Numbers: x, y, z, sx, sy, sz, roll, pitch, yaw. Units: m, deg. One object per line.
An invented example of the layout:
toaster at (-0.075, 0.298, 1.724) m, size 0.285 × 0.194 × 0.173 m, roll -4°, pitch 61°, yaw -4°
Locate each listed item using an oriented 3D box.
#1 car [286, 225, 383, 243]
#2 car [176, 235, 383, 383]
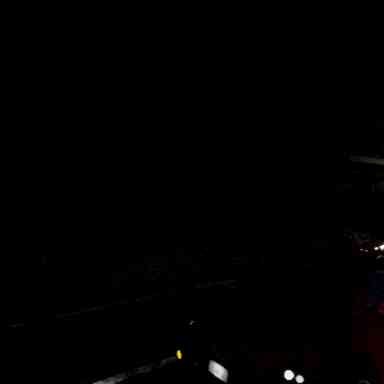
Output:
car at (3.509, 1.581, 8.695) m, size 4.206 × 1.307 × 1.802 m, roll 0°, pitch 0°, yaw -36°
car at (1.875, 1.563, 4.407) m, size 4.181 × 1.385 × 1.994 m, roll 0°, pitch 0°, yaw -36°
